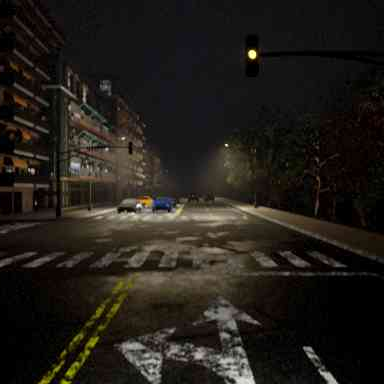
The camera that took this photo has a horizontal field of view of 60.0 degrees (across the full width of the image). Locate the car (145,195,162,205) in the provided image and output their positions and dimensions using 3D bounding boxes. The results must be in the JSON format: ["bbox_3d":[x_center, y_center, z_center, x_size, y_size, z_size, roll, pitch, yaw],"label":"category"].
[{"bbox_3d":[-6.270,1.318,54.727,2.128,1.511,4.902,0,0,0],"label":"car"}]

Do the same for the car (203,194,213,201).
[{"bbox_3d":[3.576,1.237,76.513,2.033,1.411,5.357,0,0,0],"label":"car"}]

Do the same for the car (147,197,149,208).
[{"bbox_3d":[-6.362,1.333,44.587,1.882,1.535,5.008,0,0,1],"label":"car"}]

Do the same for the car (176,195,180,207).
[{"bbox_3d":[-3.099,1.343,45.853,2.128,1.511,4.902,0,0,1],"label":"car"}]

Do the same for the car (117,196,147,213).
[{"bbox_3d":[-6.444,1.432,34.934,2.033,1.411,5.357,0,0,0],"label":"car"}]

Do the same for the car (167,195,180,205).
[{"bbox_3d":[-3.014,1.328,55.915,1.837,1.490,4.892,0,0,0],"label":"car"}]

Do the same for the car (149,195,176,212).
[{"bbox_3d":[-3.186,1.358,36.372,1.882,1.535,5.008,0,0,1],"label":"car"}]

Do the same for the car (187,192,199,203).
[{"bbox_3d":[0.281,1.016,66.138,2.150,2.045,5.566,0,0,0],"label":"car"}]

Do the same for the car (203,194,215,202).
[{"bbox_3d":[3.531,1.299,66.093,1.837,1.490,4.892,0,0,0],"label":"car"}]

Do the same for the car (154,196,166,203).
[{"bbox_3d":[-6.224,1.399,65.051,1.895,1.301,4.718,0,0,0],"label":"car"}]

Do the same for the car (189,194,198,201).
[{"bbox_3d":[0.327,1.222,76.527,2.128,1.511,4.902,0,0,0],"label":"car"}]
